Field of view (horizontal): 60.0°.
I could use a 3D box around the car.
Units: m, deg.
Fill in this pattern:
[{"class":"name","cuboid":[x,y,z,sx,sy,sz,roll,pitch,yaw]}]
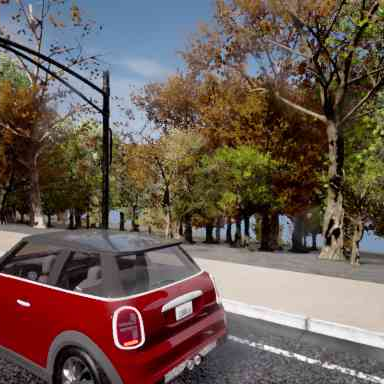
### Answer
[{"class":"car","cuboid":[-1.815,1.351,4.979,4.553,1.767,2.097,0,0,36]}]
